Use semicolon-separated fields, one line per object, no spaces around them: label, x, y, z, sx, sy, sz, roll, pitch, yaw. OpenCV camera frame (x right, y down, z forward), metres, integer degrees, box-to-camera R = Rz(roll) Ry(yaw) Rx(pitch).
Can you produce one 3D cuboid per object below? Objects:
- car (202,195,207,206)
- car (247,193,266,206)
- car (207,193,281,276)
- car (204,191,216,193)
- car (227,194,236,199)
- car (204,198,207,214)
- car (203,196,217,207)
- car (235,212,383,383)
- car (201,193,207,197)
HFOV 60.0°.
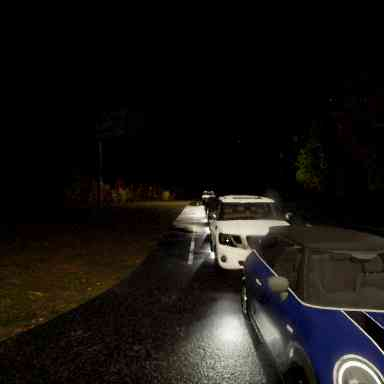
car;2.113;1.322;29.344;1.882;1.535;5.008;0;0;1
car;9.564;1.093;49.942;2.097;1.767;4.553;0;0;1
car;1.716;1.160;10.502;2.150;2.045;5.566;0;0;1
car;2.743;0.938;54.441;2.150;2.045;5.566;0;0;2
car;10.379;1.128;87.643;1.895;1.301;4.718;0;0;1
car;1.978;1.380;23.089;1.837;1.490;4.892;0;0;1
car;2.567;1.314;48.008;1.994;1.385;4.181;0;0;2
car;1.940;1.338;4.156;2.097;1.767;4.553;0;0;0
car;2.393;1.275;41.599;2.128;1.511;4.902;0;0;1
